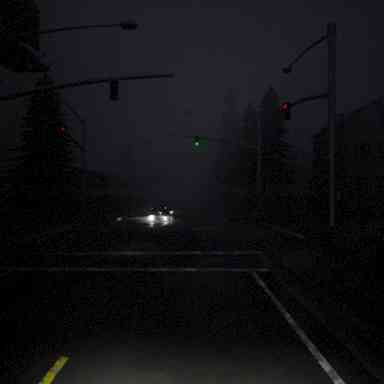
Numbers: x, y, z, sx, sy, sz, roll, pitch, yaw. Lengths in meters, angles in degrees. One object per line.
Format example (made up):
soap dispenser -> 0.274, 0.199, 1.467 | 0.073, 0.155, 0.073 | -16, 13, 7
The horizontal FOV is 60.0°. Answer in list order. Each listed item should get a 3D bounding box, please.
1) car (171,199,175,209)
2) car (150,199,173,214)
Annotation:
car -> -3.567, 1.770, 48.038 | 1.837, 1.490, 4.892 | 0, 0, 0
car -> -3.587, 1.810, 37.913 | 1.895, 1.301, 4.718 | 0, 0, 0
